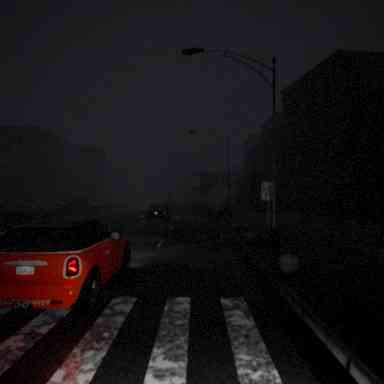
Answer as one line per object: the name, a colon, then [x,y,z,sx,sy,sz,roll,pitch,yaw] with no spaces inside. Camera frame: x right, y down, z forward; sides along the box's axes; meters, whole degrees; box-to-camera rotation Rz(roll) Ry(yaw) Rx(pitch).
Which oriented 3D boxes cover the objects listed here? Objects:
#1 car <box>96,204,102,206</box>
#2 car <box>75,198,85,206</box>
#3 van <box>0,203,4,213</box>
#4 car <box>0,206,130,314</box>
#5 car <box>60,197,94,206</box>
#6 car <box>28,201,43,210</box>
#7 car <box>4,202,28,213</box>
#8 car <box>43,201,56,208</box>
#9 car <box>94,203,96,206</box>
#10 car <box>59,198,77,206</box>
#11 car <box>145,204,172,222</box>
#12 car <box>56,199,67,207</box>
car: [-15.938,1.997,47.824,4.674,1.452,2.002,0,-1,0]
car: [-15.930,1.804,39.559,5.008,1.535,2.097,0,-1,0]
van: [-16.024,1.372,23.147,4.442,1.987,1.878,0,0,0]
car: [-2.859,1.385,7.861,2.097,1.767,4.553,0,0,0]
car: [-15.958,1.601,42.319,5.566,2.045,2.435,0,-1,0]
car: [-15.884,1.681,28.535,4.792,1.488,2.163,0,-1,0]
car: [-15.917,1.622,25.780,5.008,1.535,2.097,0,-1,0]
car: [-15.924,1.685,31.291,4.892,1.521,2.231,0,-1,0]
car: [-15.900,1.777,45.072,4.553,1.767,2.185,0,-1,0]
car: [-15.918,1.761,36.804,5.008,1.535,2.097,0,-1,0]
car: [-2.716,1.691,27.801,2.033,1.411,5.357,0,-1,0]
car: [-15.926,1.722,34.048,4.892,1.521,2.231,0,-1,0]
